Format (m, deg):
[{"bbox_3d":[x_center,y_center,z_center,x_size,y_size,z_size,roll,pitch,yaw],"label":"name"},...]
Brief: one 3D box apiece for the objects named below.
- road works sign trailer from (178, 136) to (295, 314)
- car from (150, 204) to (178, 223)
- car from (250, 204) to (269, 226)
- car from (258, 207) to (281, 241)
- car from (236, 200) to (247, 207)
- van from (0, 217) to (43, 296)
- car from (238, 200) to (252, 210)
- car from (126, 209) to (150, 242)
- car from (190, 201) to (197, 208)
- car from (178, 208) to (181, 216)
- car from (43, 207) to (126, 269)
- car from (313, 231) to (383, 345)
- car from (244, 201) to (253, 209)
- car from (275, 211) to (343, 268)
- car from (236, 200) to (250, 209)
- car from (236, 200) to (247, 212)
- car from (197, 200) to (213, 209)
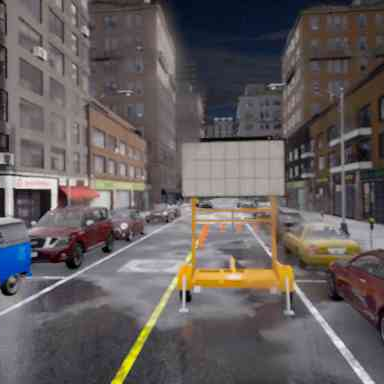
[{"bbox_3d":[0.949,0.535,7.762,2.380,3.560,2.880,-1,-1,6],"label":"road works sign trailer"},{"bbox_3d":[-2.709,1.768,28.718,1.967,1.590,4.097,-1,-1,6],"label":"car"},{"bbox_3d":[5.248,1.733,22.331,1.947,1.339,4.313,-1,-1,6],"label":"car"},{"bbox_3d":[4.706,1.683,16.772,1.947,1.339,4.313,-1,-1,6],"label":"car"},{"bbox_3d":[9.046,2.084,61.246,1.802,1.307,4.206,-1,-1,6],"label":"car"},{"bbox_3d":[-4.876,1.469,6.482,1.690,1.788,3.998,-1,-1,6],"label":"van"},{"bbox_3d":[7.977,1.936,50.297,1.752,1.417,4.829,-1,-1,6],"label":"car"},{"bbox_3d":[-3.791,1.669,17.600,1.967,1.590,4.097,-1,-1,6],"label":"car"},{"bbox_3d":[0.541,2.159,62.072,1.887,1.381,4.507,-1,-1,6],"label":"car"},{"bbox_3d":[-2.164,1.960,34.276,1.802,1.307,4.206,-1,-1,6],"label":"car"},{"bbox_3d":[-4.336,1.493,12.042,2.192,1.841,5.009,-1,-1,6],"label":"car"},{"bbox_3d":[3.621,1.598,5.653,1.802,1.307,4.206,-1,-1,6],"label":"car"},{"bbox_3d":[5.791,1.768,27.891,2.008,1.369,4.403,-1,-1,6],"label":"car"},{"bbox_3d":[4.178,1.594,11.383,1.752,1.417,4.829,-1,-1,6],"label":"car"},{"bbox_3d":[8.504,2.022,55.687,1.947,1.339,4.313,-1,-1,6],"label":"car"},{"bbox_3d":[7.418,1.913,44.568,2.008,1.369,4.403,-1,-1,6],"label":"car"},{"bbox_3d":[2.282,2.107,52.959,1.895,1.301,4.718,-1,-1,6],"label":"car"}]
